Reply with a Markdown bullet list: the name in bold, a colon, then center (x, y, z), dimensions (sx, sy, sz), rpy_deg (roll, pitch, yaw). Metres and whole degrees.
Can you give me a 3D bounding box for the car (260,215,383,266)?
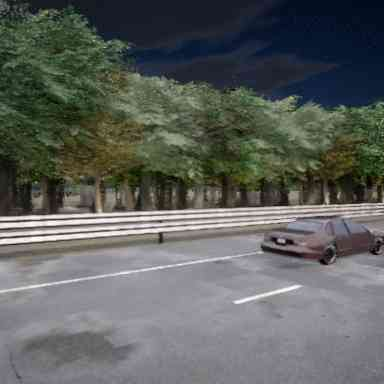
- **car**: center (4.755, 1.529, 11.528), dimensions (5.357, 1.411, 2.033), rpy_deg (0, 0, -35)
